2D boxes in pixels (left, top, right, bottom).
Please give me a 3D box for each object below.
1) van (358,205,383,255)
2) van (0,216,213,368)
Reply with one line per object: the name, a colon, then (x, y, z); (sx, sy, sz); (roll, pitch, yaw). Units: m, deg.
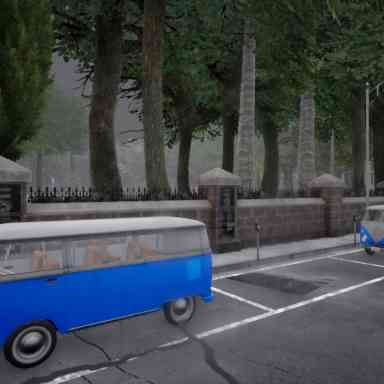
van: (7.672, 1.337, 12.037); (3.998, 1.788, 1.690); (0, 0, -36)
van: (-1.529, 1.341, 5.450); (3.998, 1.788, 1.690); (0, 0, -36)
